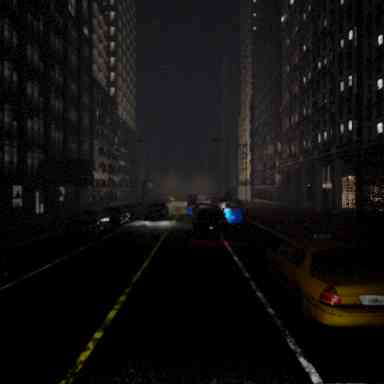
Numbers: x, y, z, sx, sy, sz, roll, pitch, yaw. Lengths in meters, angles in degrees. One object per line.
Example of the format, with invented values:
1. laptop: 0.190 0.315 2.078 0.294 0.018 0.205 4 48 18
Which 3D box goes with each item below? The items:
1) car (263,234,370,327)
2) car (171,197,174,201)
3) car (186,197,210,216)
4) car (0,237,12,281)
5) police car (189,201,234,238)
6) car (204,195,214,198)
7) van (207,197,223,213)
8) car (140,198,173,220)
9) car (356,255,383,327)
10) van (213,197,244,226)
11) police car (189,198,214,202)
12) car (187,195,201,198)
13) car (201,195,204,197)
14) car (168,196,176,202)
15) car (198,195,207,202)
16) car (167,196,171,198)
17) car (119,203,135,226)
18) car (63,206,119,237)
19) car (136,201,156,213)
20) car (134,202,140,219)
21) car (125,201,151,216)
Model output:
1. car: 2.695 1.559 7.178 1.752 1.417 4.829 -1 0 0
2. car: -5.576 1.934 75.224 1.802 1.307 4.206 -1 0 0
3. car: 0.699 1.640 34.507 1.882 1.535 5.008 0 0 7
4. car: -5.687 1.474 7.022 1.967 1.590 4.097 -1 0 0
5. police car: 0.930 1.512 18.518 1.930 1.638 5.238 0 0 0
6. car: 2.738 1.481 35.427 2.192 1.841 5.009 -1 0 0
7. van: 2.747 1.534 41.111 1.690 1.788 3.998 -1 0 0
8. car: -3.051 1.617 29.593 1.882 1.535 5.008 0 0 0
9. car: 2.684 1.447 1.325 1.967 1.590 4.097 -1 0 0
10. van: 2.720 1.454 24.060 1.690 1.788 3.998 -1 0 0
11. police car: 0.946 1.559 28.519 1.930 1.638 5.238 0 0 0
12. car: 0.088 1.733 54.422 1.882 1.535 5.008 0 0 0
13. car: 2.786 1.849 63.843 2.008 1.369 4.403 -1 0 0
14. car: -5.549 1.954 92.105 1.752 1.417 4.829 -1 0 0
15. car: 2.829 1.744 92.263 2.192 1.841 5.009 -1 0 0
16. car: -5.595 1.850 63.857 2.008 1.369 4.403 -1 0 0
17. car: -5.658 1.680 24.072 1.947 1.339 4.313 -1 0 0
18. car: -5.668 1.638 18.389 2.008 1.369 4.403 -1 0 0
19. car: -5.631 1.776 41.123 1.802 1.307 4.206 -1 0 0
20. car: -5.649 1.685 29.756 1.887 1.381 4.507 -1 0 0
21. car: -5.641 1.718 35.439 2.008 1.369 4.403 -1 0 0
